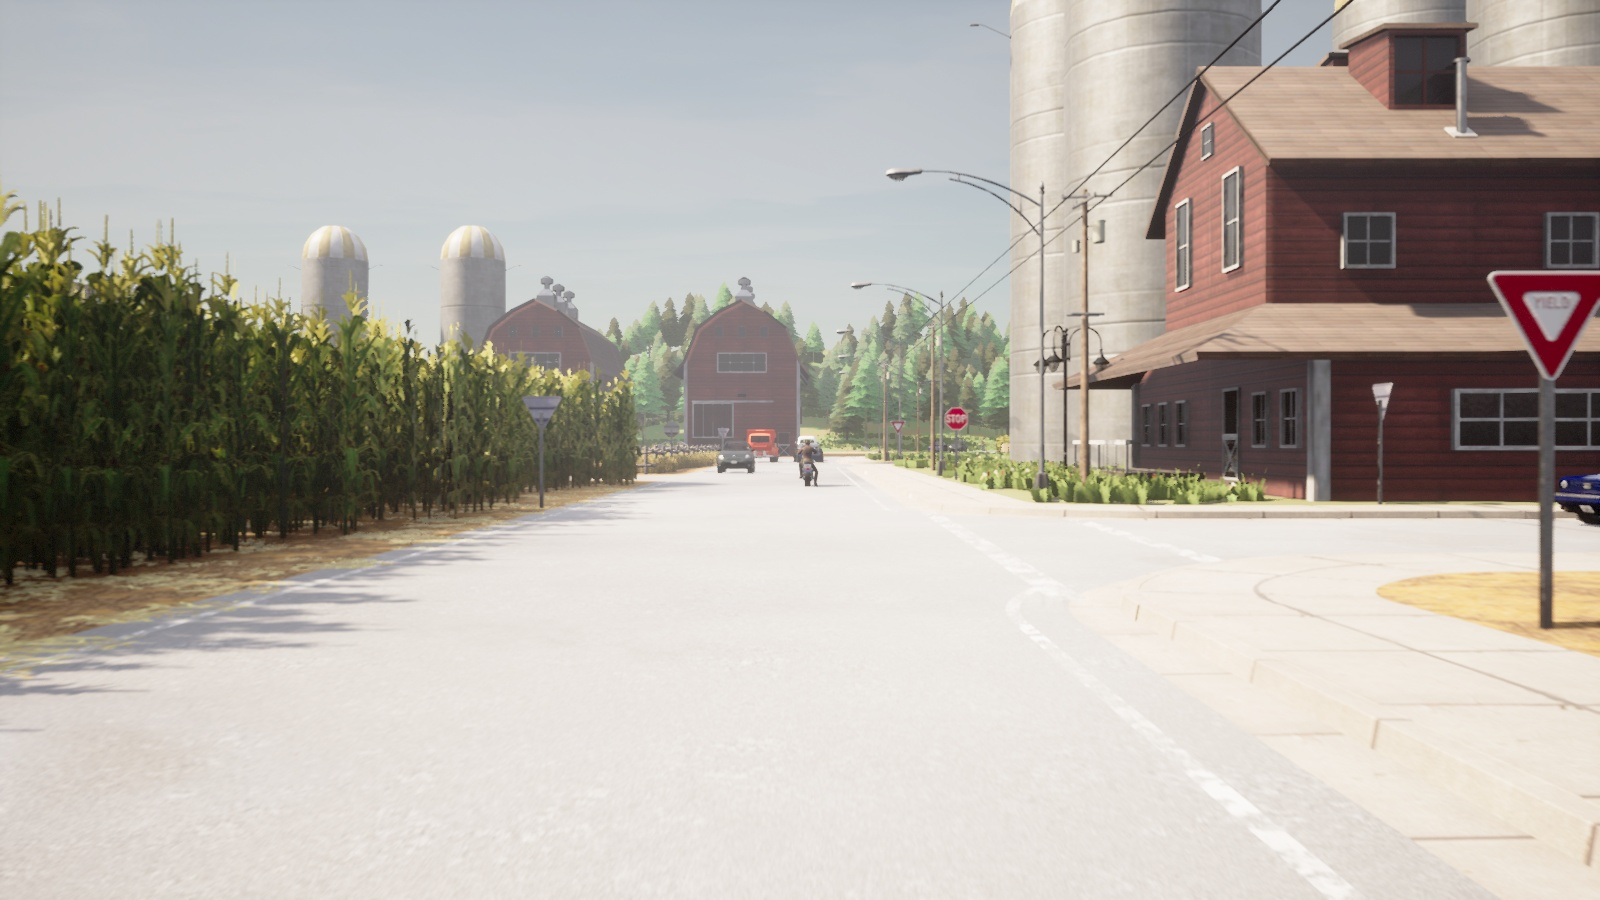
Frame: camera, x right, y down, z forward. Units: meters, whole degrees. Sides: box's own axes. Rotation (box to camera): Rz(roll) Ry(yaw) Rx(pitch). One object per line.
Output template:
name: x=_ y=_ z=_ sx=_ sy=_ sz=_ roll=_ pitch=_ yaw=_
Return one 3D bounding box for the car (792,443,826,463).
car: x=0.638 y=0.183 z=94.690 sx=2.163 sy=1.488 sz=4.792 roll=0 pitch=0 yaw=-5

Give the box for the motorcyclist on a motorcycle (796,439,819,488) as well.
motorcyclist on a motorcycle: x=0.259 y=0.441 z=42.959 sx=0.766 sy=1.649 sz=2.350 roll=0 pitch=0 yaw=0

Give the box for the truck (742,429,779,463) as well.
truck: x=-2.949 y=-0.309 z=94.832 sx=2.627 sy=2.467 sz=5.204 roll=0 pitch=0 yaw=0

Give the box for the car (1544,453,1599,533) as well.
car: x=15.436 y=0.707 z=21.126 sx=4.718 sy=1.301 sz=1.895 roll=0 pitch=0 yaw=-1

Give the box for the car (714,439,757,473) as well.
car: x=-3.134 y=0.275 z=61.703 sx=1.851 sy=1.617 sz=3.988 roll=0 pitch=0 yaw=0
